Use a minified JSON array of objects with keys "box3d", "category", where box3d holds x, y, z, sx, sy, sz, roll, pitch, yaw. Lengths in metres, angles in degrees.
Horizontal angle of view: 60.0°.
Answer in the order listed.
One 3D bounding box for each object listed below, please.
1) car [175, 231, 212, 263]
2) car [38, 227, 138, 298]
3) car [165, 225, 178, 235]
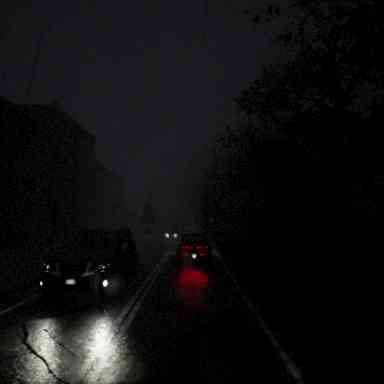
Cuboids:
[{"box3d":[0.119,3.163,19.244,1.837,1.490,4.892,0,-4,0],"category":"car"},{"box3d":[-3.343,2.327,11.946,2.150,2.045,5.566,0,-4,0],"category":"car"},{"box3d":[-3.181,6.012,53.032,2.033,1.411,5.357,0,-5,1],"category":"car"}]
